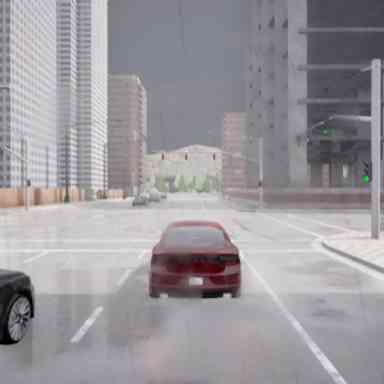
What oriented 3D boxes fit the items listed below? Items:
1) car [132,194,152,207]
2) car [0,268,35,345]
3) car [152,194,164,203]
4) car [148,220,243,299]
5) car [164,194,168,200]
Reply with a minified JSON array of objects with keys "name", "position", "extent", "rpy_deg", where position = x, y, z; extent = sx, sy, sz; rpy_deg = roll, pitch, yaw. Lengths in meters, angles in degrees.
[{"name":"car","position":[-7.248,1.314,46.950],"extent":[1.837,1.490,4.892],"rpy_deg":[0,1,1]},{"name":"car","position":[-3.449,1.477,3.441],"extent":[2.128,1.511,4.902],"rpy_deg":[0,0,0]},{"name":"car","position":[-6.990,1.106,61.801],"extent":[2.097,1.767,4.553],"rpy_deg":[0,0,1]},{"name":"car","position":[0.064,1.444,8.445],"extent":[1.882,1.535,5.008],"rpy_deg":[0,0,0]},{"name":"car","position":[-6.710,1.147,77.100],"extent":[2.033,1.411,5.357],"rpy_deg":[0,0,1]}]
